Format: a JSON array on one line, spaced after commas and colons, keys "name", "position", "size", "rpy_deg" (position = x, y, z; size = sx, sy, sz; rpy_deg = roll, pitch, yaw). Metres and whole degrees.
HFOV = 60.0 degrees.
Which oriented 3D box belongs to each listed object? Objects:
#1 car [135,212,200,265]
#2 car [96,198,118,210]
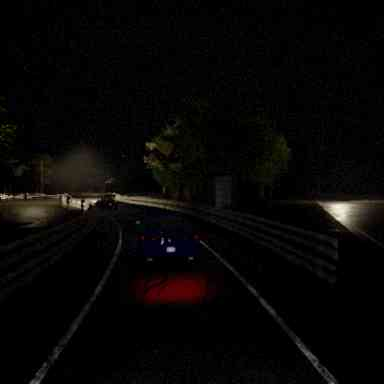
[{"name": "car", "position": [-0.961, 1.455, 11.793], "size": [1.882, 1.535, 5.008], "rpy_deg": [0, 0, -9]}, {"name": "car", "position": [-10.397, 1.367, 40.431], "size": [1.994, 1.385, 4.181], "rpy_deg": [0, 1, -27]}]
